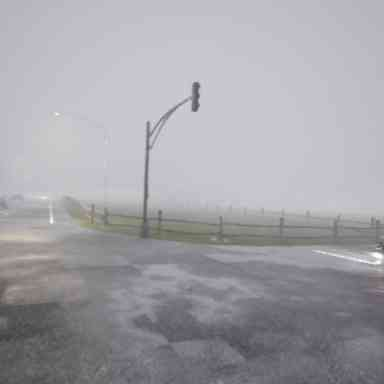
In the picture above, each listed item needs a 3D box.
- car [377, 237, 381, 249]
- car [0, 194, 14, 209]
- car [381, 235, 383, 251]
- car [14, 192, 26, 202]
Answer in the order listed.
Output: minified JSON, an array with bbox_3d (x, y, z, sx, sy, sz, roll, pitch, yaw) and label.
[{"bbox_3d":[11.481,2.423,16.808,4.181,1.385,1.994,3,-2,-23],"label":"car"},{"bbox_3d":[-20.534,1.025,35.365,1.837,1.490,4.892,2,-1,-23],"label":"car"},{"bbox_3d":[9.360,2.155,11.993,4.674,1.442,1.812,3,-3,-23],"label":"car"},{"bbox_3d":[-30.109,0.852,57.706,1.837,1.490,4.892,2,0,-23],"label":"car"}]
